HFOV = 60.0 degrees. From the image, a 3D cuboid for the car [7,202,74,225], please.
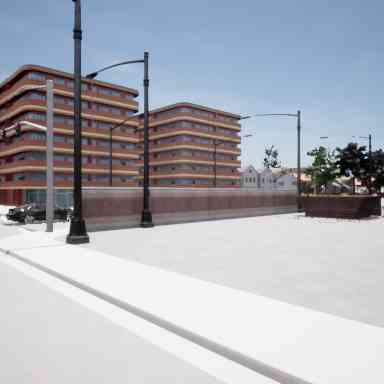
[{"bbox_3d":[-10.726,1.506,24.356,4.892,1.490,1.837,0,0,-43],"label":"car"}]
